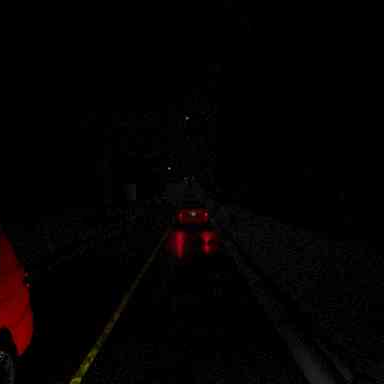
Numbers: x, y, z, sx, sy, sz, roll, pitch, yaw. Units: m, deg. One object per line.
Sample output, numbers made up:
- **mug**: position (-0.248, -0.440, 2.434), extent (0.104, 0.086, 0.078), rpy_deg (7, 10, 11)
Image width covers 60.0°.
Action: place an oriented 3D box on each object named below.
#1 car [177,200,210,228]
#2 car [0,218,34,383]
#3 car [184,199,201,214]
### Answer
- **car**: position (0.090, 1.395, 22.597), extent (2.097, 1.767, 4.553), rpy_deg (0, 0, 0)
- **car**: position (-2.850, 1.219, 1.496), extent (2.150, 2.045, 5.566), rpy_deg (0, 0, 0)
- **car**: position (0.073, 1.644, 38.106), extent (1.837, 1.490, 4.892), rpy_deg (0, 0, 0)
